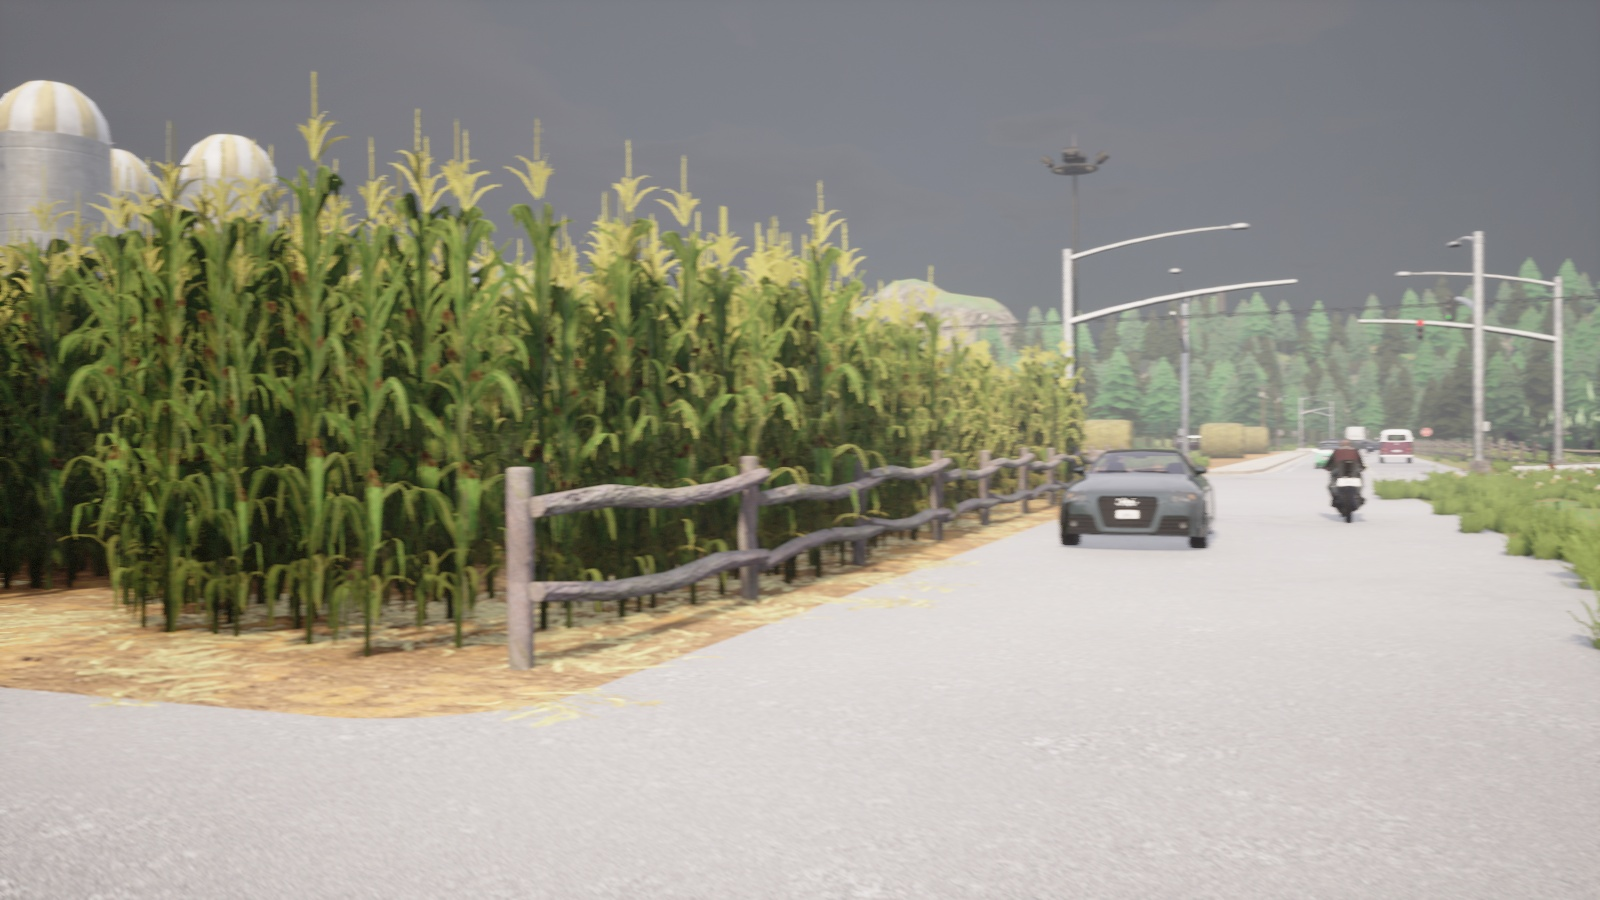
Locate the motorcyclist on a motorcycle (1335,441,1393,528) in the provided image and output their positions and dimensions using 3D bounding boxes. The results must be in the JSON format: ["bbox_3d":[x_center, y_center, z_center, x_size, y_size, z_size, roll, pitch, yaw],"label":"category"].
[{"bbox_3d":[10.407,0.600,23.233,0.866,1.530,2.191,0,0,21],"label":"motorcyclist on a motorcycle"}]

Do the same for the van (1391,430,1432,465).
[{"bbox_3d":[36.902,-0.170,75.866,2.069,2.038,4.480,0,0,24],"label":"van"}]

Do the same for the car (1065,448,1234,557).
[{"bbox_3d":[5.271,0.680,18.567,1.994,1.385,4.181,0,0,21],"label":"car"}]

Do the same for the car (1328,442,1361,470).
[{"bbox_3d":[26.798,0.289,61.752,1.481,1.376,2.207,0,0,24],"label":"car"}]
